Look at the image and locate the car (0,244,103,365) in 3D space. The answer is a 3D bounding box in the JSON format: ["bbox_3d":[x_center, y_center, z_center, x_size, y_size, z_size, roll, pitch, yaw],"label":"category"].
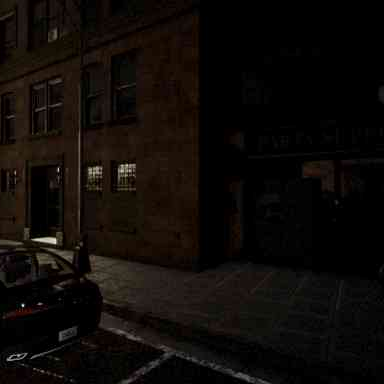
[{"bbox_3d":[-3.334,1.551,5.470,4.403,1.369,2.008,0,0,36],"label":"car"}]
